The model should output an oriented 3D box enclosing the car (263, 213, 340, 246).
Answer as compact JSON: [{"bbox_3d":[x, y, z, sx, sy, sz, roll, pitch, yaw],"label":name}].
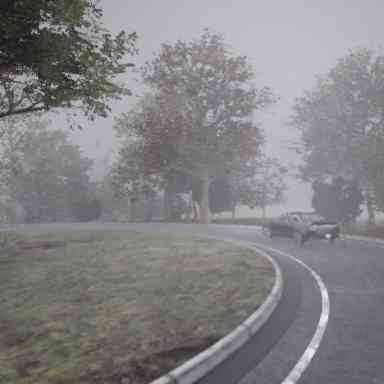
[{"bbox_3d":[5.422,1.813,17.229,2.128,1.511,4.902,0,-1,-16],"label":"car"}]
